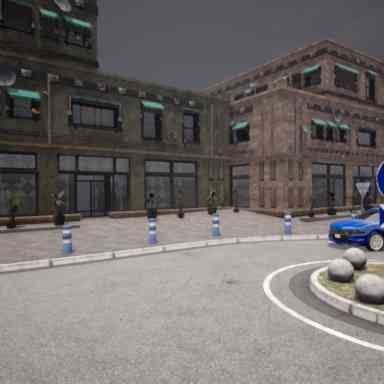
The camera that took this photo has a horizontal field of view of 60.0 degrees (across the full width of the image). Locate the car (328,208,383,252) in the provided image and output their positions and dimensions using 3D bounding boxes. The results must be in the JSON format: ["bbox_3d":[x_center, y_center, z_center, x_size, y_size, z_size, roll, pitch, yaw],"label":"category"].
[{"bbox_3d":[7.798,1.344,13.175,5.008,1.535,1.882,-1,0,-18],"label":"car"}]
